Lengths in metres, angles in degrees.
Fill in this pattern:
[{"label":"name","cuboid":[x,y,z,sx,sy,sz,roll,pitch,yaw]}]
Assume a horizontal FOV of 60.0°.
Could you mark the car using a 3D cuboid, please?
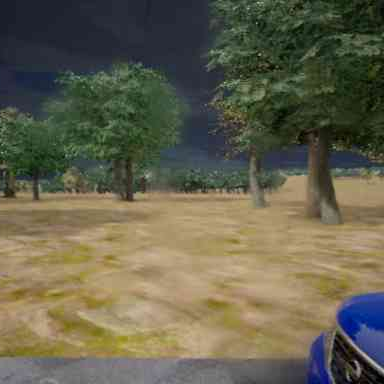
[{"label":"car","cuboid":[3.761,1.243,2.284,5.566,2.045,2.150,0,0,0]}]
